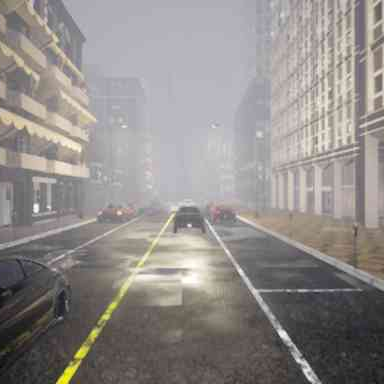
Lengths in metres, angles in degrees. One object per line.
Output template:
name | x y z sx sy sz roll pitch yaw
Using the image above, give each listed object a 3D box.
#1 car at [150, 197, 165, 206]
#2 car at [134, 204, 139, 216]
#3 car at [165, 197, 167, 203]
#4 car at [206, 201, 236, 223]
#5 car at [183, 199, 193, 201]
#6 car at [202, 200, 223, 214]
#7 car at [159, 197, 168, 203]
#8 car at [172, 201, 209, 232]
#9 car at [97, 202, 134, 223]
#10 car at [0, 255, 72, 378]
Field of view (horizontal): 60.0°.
car | -6.471 1.755 59.783 2.008 1.369 4.403 0 0 -1
car | -6.097 1.692 31.542 1.802 1.307 4.206 0 0 -1
car | -6.544 1.776 65.431 2.008 1.369 4.403 0 0 -1
car | 2.358 1.613 26.005 1.887 1.381 4.507 0 0 -1
car | -0.439 1.651 41.544 1.812 1.442 4.674 0 0 -1
car | 2.208 1.655 37.302 2.008 1.369 4.403 0 0 -1
car | -6.765 1.853 78.346 1.802 1.307 4.206 0 0 -1
car | -0.170 1.567 20.661 1.837 1.490 4.892 0 0 -1
car | -6.022 1.533 25.895 1.967 1.590 4.097 0 0 -1
car | -3.144 1.585 4.331 1.994 1.385 4.181 0 0 -1
